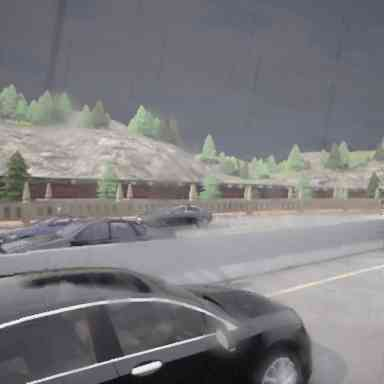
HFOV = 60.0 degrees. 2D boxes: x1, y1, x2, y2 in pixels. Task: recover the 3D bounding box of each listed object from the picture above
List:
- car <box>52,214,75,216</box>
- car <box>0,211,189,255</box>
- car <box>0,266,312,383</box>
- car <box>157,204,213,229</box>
[{"bbox_3d":[-5.184,1.564,13.112,4.181,1.385,1.994,0,0,-35],"label":"car"},{"bbox_3d":[-2.973,1.548,10.441,5.357,1.411,2.033,0,0,-35],"label":"car"},{"bbox_3d":[-0.874,1.505,3.123,4.892,1.490,1.837,0,0,-36],"label":"car"},{"bbox_3d":[-0.988,1.495,20.177,4.902,1.511,2.128,0,0,-33],"label":"car"}]
